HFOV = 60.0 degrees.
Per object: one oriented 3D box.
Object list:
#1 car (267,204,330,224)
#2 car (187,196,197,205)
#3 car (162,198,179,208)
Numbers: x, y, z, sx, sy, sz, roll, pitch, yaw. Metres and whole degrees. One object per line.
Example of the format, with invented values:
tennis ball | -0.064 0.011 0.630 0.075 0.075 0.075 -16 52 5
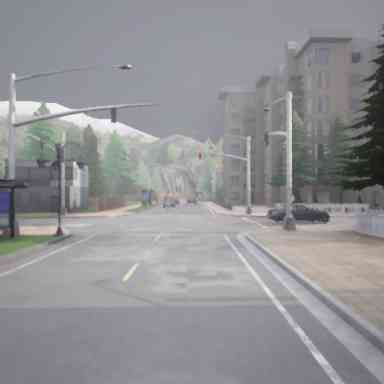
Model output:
car | 8.085 1.668 25.337 4.674 1.442 1.812 0 -1 -7
car | -0.020 1.671 68.082 2.097 1.767 4.553 0 0 0
car | -3.582 1.750 52.050 2.128 1.511 4.902 0 0 0
